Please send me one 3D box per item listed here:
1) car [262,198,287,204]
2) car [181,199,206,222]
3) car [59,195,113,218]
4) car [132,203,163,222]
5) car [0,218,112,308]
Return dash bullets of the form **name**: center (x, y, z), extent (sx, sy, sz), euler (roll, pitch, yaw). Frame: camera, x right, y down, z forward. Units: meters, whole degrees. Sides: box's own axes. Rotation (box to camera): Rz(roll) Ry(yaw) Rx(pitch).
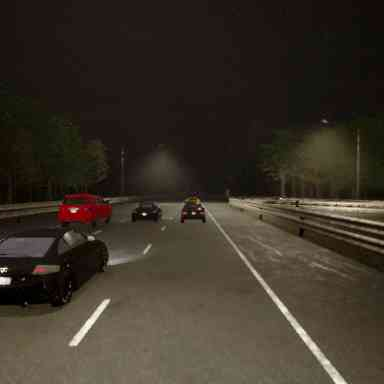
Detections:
- **car**: center (12.001, 1.612, 48.718), extent (1.994, 1.385, 4.181), euler (0, 0, -26)
- **car**: center (0.098, 1.528, 25.842), extent (2.033, 1.411, 5.357), euler (0, 0, 0)
- **car**: center (-6.899, 1.205, 22.089), extent (2.150, 2.045, 5.566), euler (0, 0, 0)
- **car**: center (-3.401, 1.545, 25.756), extent (1.994, 1.385, 4.181), euler (0, 0, 0)
- **car**: center (-3.402, 1.558, 7.965), extent (1.994, 1.385, 4.181), euler (0, 0, 0)
